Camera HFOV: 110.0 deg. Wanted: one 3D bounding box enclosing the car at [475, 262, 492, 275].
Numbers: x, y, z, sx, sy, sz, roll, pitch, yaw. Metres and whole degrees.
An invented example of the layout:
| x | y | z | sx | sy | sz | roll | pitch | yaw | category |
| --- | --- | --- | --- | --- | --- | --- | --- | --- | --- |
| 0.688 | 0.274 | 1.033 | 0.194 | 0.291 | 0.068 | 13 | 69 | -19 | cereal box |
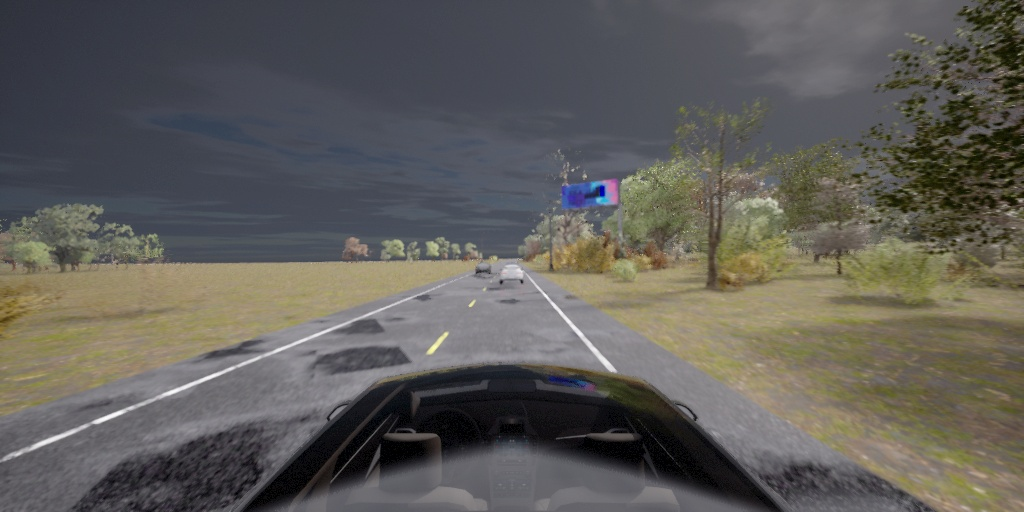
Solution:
| x | y | z | sx | sy | sz | roll | pitch | yaw | category |
| --- | --- | --- | --- | --- | --- | --- | --- | --- | --- |
| -3.539 | 1.546 | 44.947 | 1.882 | 1.535 | 5.008 | -1 | 0 | 0 | car |

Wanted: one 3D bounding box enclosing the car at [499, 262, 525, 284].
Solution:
| x | y | z | sx | sy | sz | roll | pitch | yaw | category |
| --- | --- | --- | --- | --- | --- | --- | --- | --- | --- |
| -0.010 | 1.424 | 29.145 | 1.812 | 1.442 | 4.674 | -1 | 0 | 0 | car |
